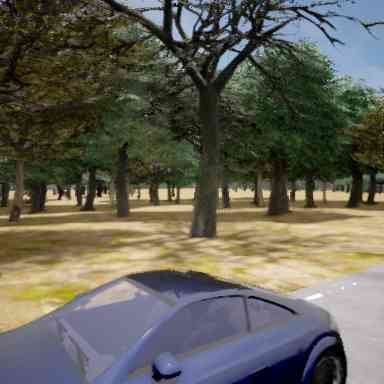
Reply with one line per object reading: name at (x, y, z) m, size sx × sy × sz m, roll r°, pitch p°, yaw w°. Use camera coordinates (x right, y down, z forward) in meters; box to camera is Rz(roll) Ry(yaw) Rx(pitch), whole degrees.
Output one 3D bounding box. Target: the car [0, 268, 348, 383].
car at (-0.362, 1.553, 3.200) m, size 4.181 × 1.385 × 1.994 m, roll 0°, pitch 1°, yaw -36°
